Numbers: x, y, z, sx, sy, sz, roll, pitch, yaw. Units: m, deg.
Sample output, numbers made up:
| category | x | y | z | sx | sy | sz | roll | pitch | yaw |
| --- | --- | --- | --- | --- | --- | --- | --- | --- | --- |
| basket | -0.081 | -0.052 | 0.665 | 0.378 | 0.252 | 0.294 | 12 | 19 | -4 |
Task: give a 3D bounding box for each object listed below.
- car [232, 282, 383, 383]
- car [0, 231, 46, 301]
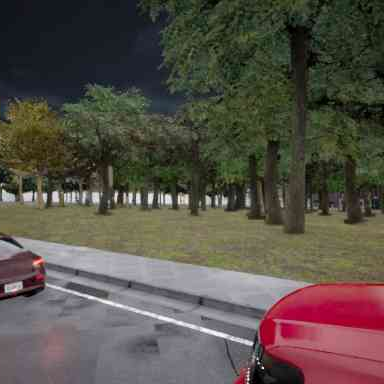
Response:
| category | x | y | z | sx | sy | sz | roll | pitch | yaw |
| --- | --- | --- | --- | --- | --- | --- | --- | --- | --- |
| car | 2.923 | 1.222 | 1.601 | 5.566 | 2.045 | 2.150 | 0 | 0 | 35 |
| car | -5.036 | 1.524 | 7.258 | 4.674 | 1.442 | 1.812 | 0 | 0 | 36 |
